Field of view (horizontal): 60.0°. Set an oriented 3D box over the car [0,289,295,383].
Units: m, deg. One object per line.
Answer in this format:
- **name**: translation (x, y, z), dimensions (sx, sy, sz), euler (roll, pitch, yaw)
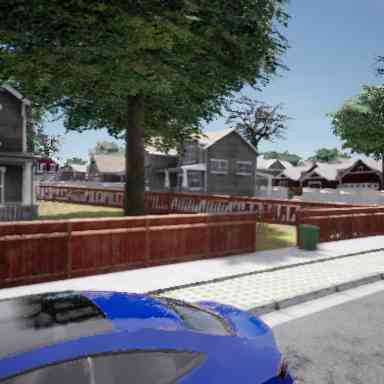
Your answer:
- **car**: translation (-1.287, 1.521, 2.121), dimensions (4.674, 1.442, 1.812), euler (0, 0, -35)
